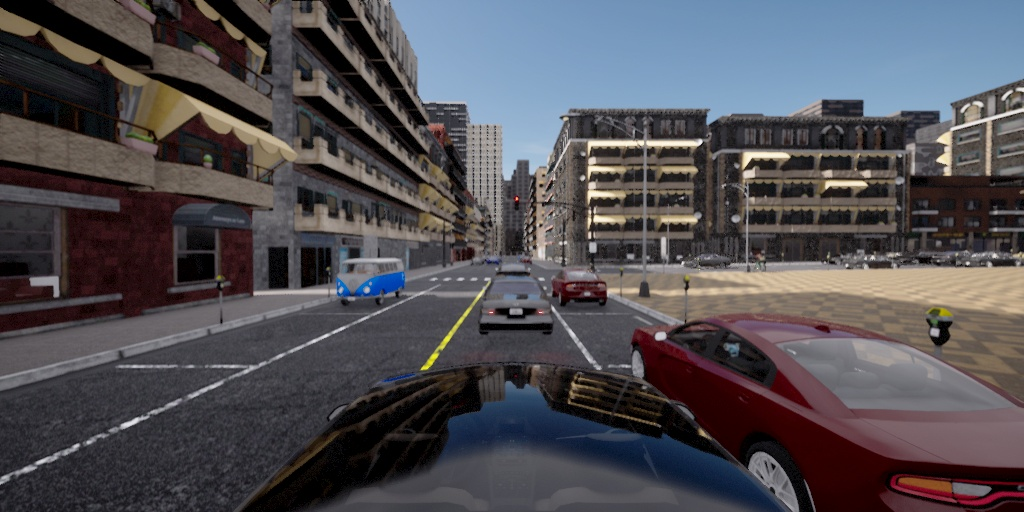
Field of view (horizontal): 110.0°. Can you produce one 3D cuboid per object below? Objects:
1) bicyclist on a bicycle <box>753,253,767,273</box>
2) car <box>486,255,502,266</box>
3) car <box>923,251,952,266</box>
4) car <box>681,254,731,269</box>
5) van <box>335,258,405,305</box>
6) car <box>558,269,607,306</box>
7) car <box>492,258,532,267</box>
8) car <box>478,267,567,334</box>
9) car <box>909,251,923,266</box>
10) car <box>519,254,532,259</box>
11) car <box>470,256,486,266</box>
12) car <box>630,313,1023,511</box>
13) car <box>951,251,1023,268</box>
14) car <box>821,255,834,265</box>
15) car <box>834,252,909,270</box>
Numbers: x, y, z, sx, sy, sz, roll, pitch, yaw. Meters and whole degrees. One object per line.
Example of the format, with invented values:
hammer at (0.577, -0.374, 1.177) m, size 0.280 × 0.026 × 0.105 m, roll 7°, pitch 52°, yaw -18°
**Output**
bicyclist on a bicycle at (20.185, 0.547, 29.240) m, size 0.582 × 1.620 × 1.656 m, roll -1°, pitch 1°, yaw -1°
car at (-3.189, 0.775, 59.950) m, size 1.882 × 1.535 × 5.008 m, roll 0°, pitch 0°, yaw 0°
car at (44.309, 0.266, 35.222) m, size 4.902 × 1.511 × 2.128 m, roll -1°, pitch 1°, yaw 0°
car at (20.518, 0.590, 37.986) m, size 4.902 × 1.511 × 2.128 m, roll -1°, pitch 1°, yaw -1°
van at (-5.720, 0.984, 14.874) m, size 1.690 × 1.789 × 3.998 m, roll 0°, pitch 0°, yaw 0°
car at (2.660, 1.188, 14.891) m, size 1.888 × 1.381 × 4.507 m, roll 0°, pitch 0°, yaw 0°
car at (0.061, 1.079, 20.086) m, size 1.882 × 1.535 × 5.008 m, roll 0°, pitch 0°, yaw 0°
car at (0.083, 1.228, 10.258) m, size 2.033 × 1.411 × 5.357 m, roll 0°, pitch 0°, yaw 0°
car at (43.714, 0.210, 38.312) m, size 5.008 × 1.535 × 1.882 m, roll -1°, pitch 1°, yaw 0°
car at (2.555, 0.709, 63.888) m, size 1.967 × 1.591 × 4.097 m, roll 0°, pitch 0°, yaw 0°
car at (-5.813, 0.860, 58.348) m, size 2.007 × 1.370 × 4.403 m, roll 0°, pitch 0°, yaw 0°
car at (2.684, 1.277, 3.840) m, size 1.888 × 1.381 × 4.507 m, roll 0°, pitch 0°, yaw 0°
car at (43.548, 0.380, 32.578) m, size 4.403 × 1.370 × 2.007 m, roll 0°, pitch 0°, yaw -1°
car at (37.844, 0.347, 40.867) m, size 4.313 × 1.339 × 1.948 m, roll 0°, pitch 0°, yaw -1°
car at (32.411, 0.555, 32.399) m, size 4.403 × 1.370 × 2.007 m, roll 0°, pitch 0°, yaw -1°
